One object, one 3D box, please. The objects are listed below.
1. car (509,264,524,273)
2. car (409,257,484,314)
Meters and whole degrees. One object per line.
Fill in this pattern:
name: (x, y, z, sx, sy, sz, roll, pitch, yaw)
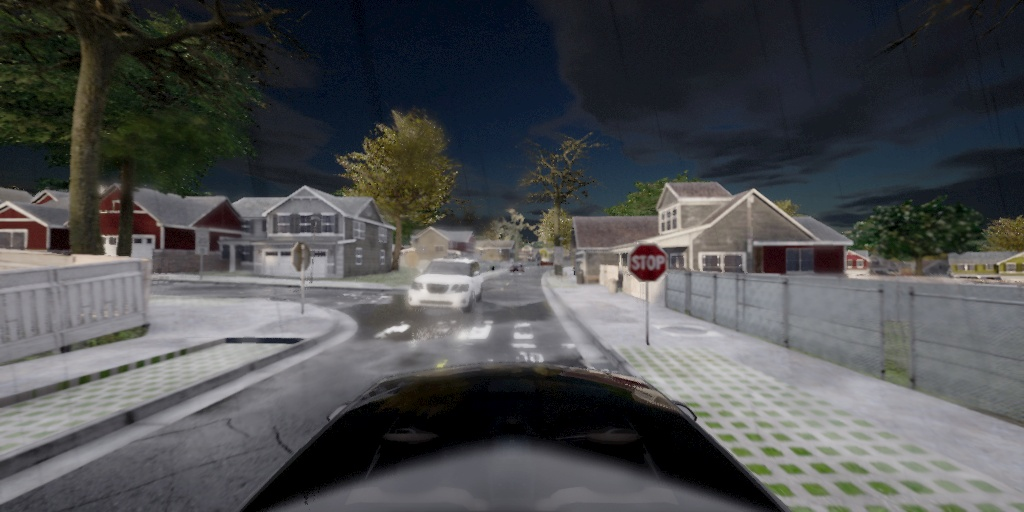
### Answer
car: (0.744, 1.837, 54.330, 1.994, 1.385, 4.181, 0, -1, 7)
car: (-2.434, 1.082, 14.755, 2.150, 2.045, 5.566, 3, 0, 2)
